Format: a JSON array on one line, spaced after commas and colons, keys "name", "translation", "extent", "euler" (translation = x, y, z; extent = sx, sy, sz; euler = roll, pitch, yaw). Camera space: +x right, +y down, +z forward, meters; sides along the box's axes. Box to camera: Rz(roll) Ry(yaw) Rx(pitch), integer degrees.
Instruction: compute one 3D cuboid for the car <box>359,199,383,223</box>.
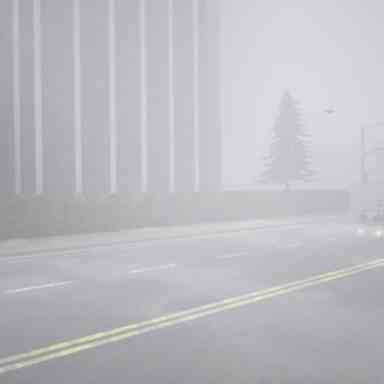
[{"name": "car", "translation": [12.663, 1.215, 21.331], "extent": [4.902, 1.511, 2.128], "euler": [-1, 1, -35]}]
